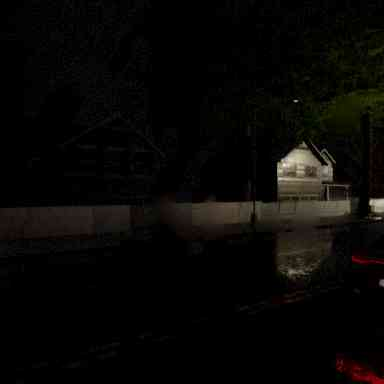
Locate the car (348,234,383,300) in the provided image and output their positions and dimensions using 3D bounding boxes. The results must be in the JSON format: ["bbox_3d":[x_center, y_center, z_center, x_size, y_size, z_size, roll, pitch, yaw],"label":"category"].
[{"bbox_3d":[5.474,1.477,7.348,5.008,1.535,1.882,0,0,-36],"label":"car"}]
